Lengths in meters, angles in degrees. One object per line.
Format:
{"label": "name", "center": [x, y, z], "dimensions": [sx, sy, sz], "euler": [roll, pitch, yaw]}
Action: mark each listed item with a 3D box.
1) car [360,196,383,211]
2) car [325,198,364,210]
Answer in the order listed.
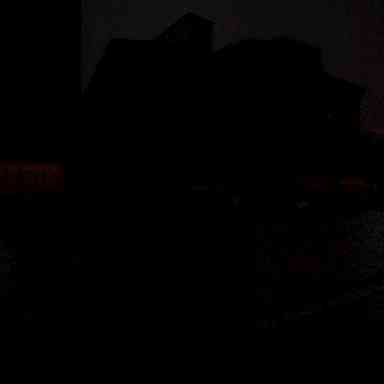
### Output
{"label": "car", "center": [23.882, 1.419, 40.900], "dimensions": [2.192, 1.841, 5.009], "euler": [1, 0, -35]}
{"label": "car", "center": [20.752, 1.611, 45.343], "dimensions": [1.887, 1.381, 4.507], "euler": [1, 0, -35]}
